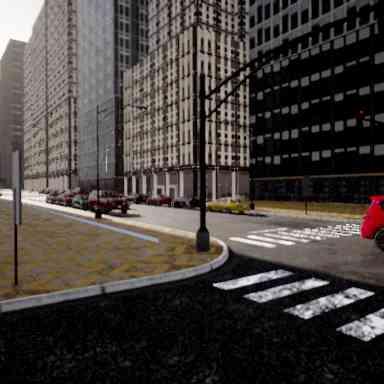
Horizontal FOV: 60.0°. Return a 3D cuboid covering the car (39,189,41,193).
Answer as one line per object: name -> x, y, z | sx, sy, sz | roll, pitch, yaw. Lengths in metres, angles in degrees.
car -> -36.823, -0.255, 82.966 | 1.967, 1.590, 4.097 | 1, 1, -36

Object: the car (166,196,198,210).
car -> -0.390, 1.017, 33.030 | 1.947, 1.339, 4.313 | 1, 1, -36

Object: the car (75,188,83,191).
car -> -20.259, 0.139, 60.266 | 2.192, 1.841, 5.009 | 1, 1, -36

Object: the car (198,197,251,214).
car -> 2.892, 1.077, 28.682 | 1.752, 1.417, 4.829 | 1, 1, -36

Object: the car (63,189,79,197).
car -> -23.676, 0.242, 64.945 | 1.752, 1.417, 4.829 | 1, 1, -36

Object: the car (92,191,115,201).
car -> -13.639, 0.598, 51.189 | 1.947, 1.339, 4.313 | 1, 1, -36

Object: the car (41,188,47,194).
car -> -33.512, -0.151, 78.427 | 1.967, 1.590, 4.097 | 1, 1, -36

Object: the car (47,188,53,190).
car -> -30.201, 0.057, 73.887 | 1.887, 1.381, 4.507 | 1, 1, -36

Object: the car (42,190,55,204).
car -> -17.091, 0.767, 41.702 | 1.802, 1.307, 4.206 | 1, 0, -36

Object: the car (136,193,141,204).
car -> -7.015, 0.807, 42.109 | 1.947, 1.339, 4.313 | 1, 1, -36

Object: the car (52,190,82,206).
car -> -13.778, 0.834, 37.162 | 1.887, 1.381, 4.507 | 1, 0, -36

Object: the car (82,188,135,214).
car -> -7.149, 0.814, 28.083 | 2.192, 1.841, 5.009 | 1, 0, -36

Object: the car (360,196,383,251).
car -> 8.613, 1.182, 11.014 | 2.150, 2.045, 5.566 | 0, 1, -36

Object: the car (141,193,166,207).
car -> -3.702, 0.928, 37.570 | 1.802, 1.307, 4.206 | 1, 1, -36

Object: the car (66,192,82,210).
car -> -10.467, 0.960, 32.624 | 1.947, 1.339, 4.313 | 1, 0, -36
